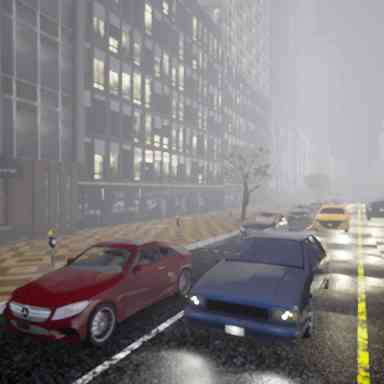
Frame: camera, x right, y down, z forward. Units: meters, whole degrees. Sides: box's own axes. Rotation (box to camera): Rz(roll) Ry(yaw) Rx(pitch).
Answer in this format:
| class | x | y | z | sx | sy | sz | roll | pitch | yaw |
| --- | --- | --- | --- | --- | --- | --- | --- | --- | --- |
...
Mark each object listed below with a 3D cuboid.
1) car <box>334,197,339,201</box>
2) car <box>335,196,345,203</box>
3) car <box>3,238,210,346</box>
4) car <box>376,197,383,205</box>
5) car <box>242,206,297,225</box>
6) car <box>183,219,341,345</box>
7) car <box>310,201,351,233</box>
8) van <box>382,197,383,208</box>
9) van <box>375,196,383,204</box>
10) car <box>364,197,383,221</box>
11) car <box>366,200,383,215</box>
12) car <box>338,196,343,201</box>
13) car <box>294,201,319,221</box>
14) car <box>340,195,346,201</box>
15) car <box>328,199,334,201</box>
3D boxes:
| class | x | y | z | sx | sy | sz | roll | pitch | yaw |
| --- | --- | --- | --- | --- | --- | --- | --- | --- | --- |
| car | 21.480 | 1.826 | 52.035 | 1.752 | 1.417 | 4.829 | 0 | -1 | 27 |
| car | 36.852 | 1.924 | 82.666 | 1.967 | 1.590 | 4.097 | 0 | -1 | 27 |
| car | -1.390 | 1.603 | 6.470 | 1.802 | 1.307 | 4.206 | 0 | -1 | 27 |
| car | 39.243 | 1.879 | 68.747 | 1.967 | 1.590 | 4.097 | 0 | -1 | 27 |
| car | 3.709 | 1.635 | 16.629 | 2.008 | 1.369 | 4.403 | 0 | -1 | 27 |
| car | 1.824 | 1.584 | 7.068 | 2.033 | 1.411 | 5.357 | 0 | 0 | 27 |
| car | 8.896 | 1.600 | 20.949 | 1.882 | 1.535 | 5.008 | 0 | 0 | 27 |
| van | 31.594 | 1.689 | 53.509 | 1.690 | 1.788 | 3.998 | 0 | -1 | 27 |
| van | 41.792 | 1.810 | 73.827 | 1.690 | 1.788 | 3.998 | 0 | -1 | 27 |
| car | 16.446 | 1.539 | 29.097 | 2.097 | 1.767 | 4.553 | 0 | 0 | 27 |
| car | 21.106 | 1.749 | 38.393 | 1.837 | 1.490 | 4.892 | 0 | 0 | 27 |
| car | 26.654 | 1.929 | 62.346 | 1.947 | 1.339 | 4.313 | 0 | -1 | 27 |
| car | 8.808 | 1.697 | 26.788 | 2.008 | 1.369 | 4.403 | 0 | -1 | 27 |
| car | 31.754 | 1.975 | 72.506 | 2.008 | 1.369 | 4.403 | 0 | -1 | 27 |
| car | 16.456 | 1.680 | 42.028 | 1.967 | 1.590 | 4.097 | 0 | -1 | 27 |
